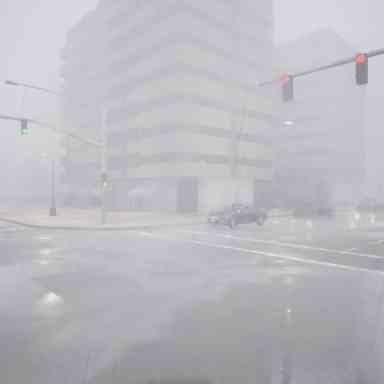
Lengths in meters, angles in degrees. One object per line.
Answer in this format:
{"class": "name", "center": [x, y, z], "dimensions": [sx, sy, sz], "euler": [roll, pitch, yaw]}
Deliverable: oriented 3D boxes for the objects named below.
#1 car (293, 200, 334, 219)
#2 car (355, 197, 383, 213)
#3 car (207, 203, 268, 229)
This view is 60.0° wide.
{"class": "car", "center": [10.766, 1.531, 29.274], "dimensions": [4.892, 1.490, 1.837], "euler": [0, 0, -43]}
{"class": "car", "center": [20.622, 1.378, 38.268], "dimensions": [4.553, 1.767, 2.097], "euler": [0, 0, -42]}
{"class": "car", "center": [3.113, 1.520, 22.272], "dimensions": [4.902, 1.511, 2.128], "euler": [0, 0, -42]}
